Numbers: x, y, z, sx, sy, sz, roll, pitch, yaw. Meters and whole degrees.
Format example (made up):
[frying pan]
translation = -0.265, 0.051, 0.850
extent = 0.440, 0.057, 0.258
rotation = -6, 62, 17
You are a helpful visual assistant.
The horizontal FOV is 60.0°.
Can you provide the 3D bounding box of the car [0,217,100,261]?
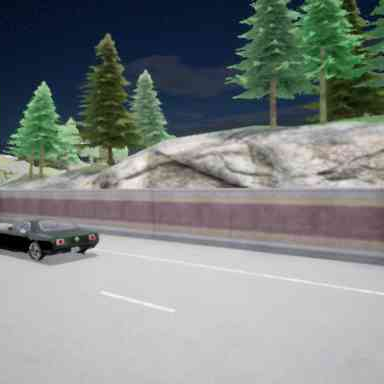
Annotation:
[car]
translation = -5.613, 1.585, 12.164
extent = 4.718, 1.301, 1.895
rotation = 0, 0, 36
